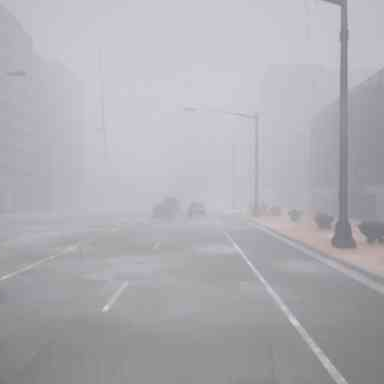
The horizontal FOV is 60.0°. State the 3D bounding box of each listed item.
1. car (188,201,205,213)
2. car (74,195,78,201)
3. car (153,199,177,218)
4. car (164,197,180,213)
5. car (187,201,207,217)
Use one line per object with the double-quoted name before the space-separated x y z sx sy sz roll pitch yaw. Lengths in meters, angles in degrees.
"car" 0.662 1.978 45.825 2.128 1.511 4.902 0 -1 1
"car" -28.426 1.353 78.643 1.970 1.475 3.806 0 1 1
"car" -2.966 1.832 34.988 1.882 1.535 5.008 0 -1 1
"car" -2.853 1.690 45.053 2.150 2.045 5.566 0 -1 1
"car" 0.549 1.864 35.758 2.128 1.511 4.902 0 -1 1
